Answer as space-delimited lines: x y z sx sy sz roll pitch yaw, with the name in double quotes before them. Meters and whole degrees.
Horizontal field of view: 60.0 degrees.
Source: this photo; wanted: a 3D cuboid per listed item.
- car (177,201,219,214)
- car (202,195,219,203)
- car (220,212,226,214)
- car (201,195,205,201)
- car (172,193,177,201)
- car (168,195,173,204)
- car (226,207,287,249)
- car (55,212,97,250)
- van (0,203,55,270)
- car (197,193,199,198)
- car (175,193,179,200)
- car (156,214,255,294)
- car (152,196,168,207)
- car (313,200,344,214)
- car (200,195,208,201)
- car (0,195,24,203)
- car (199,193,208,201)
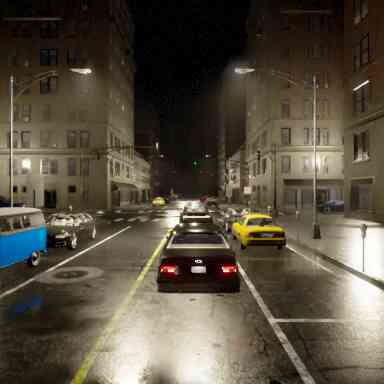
"car" 0.186 1.492 19.572 2.128 1.511 4.902 0 0 -1
"car" 2.822 1.551 46.367 2.008 1.369 4.403 0 0 0
"car" 2.715 1.551 19.491 2.008 1.369 4.403 0 0 0
"car" 2.845 1.582 52.048 1.802 1.307 4.206 0 0 0
"car" -5.089 1.546 74.804 2.008 1.369 4.403 0 0 0
"car" -5.134 1.564 63.442 1.947 1.339 4.313 0 0 0
"car" 2.699 1.525 14.255 1.752 1.417 4.829 0 0 0
"car" -5.336 1.551 14.116 2.008 1.369 4.403 0 0 0
"van" -5.359 1.341 8.710 1.690 1.788 3.998 0 0 0
"car" 2.959 1.309 80.457 2.192 1.841 5.009 0 0 0
"car" -5.043 1.432 86.166 1.967 1.590 4.097 0 0 0
"car" 0.133 1.547 8.943 2.033 1.411 5.357 0 0 0
"car" -5.181 1.525 51.909 1.752 1.417 4.829 0 0 0
"car" 14.651 1.475 34.083 4.181 1.385 1.994 0 0 0
"car" 2.982 1.558 86.139 1.947 1.339 4.313 0 0 0
"car" -18.276 1.316 31.214 5.566 2.045 2.150 0 0 0
"car" 2.913 1.437 69.094 1.967 1.590 4.097 0 0 0
